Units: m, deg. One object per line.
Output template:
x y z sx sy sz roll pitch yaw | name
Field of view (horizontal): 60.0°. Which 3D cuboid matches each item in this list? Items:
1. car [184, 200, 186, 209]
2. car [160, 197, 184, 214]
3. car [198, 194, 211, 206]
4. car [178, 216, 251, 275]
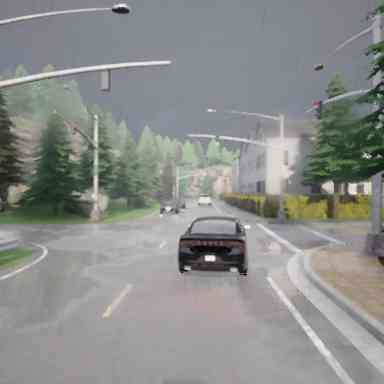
-1.949 1.428 45.950 2.097 1.767 4.553 0 0 2 | car
-2.319 1.550 36.165 2.128 1.511 4.902 0 0 2 | car
2.210 1.327 58.201 2.150 2.045 5.566 0 0 1 | car
0.833 1.498 10.696 1.882 1.535 5.008 0 0 9 | car
